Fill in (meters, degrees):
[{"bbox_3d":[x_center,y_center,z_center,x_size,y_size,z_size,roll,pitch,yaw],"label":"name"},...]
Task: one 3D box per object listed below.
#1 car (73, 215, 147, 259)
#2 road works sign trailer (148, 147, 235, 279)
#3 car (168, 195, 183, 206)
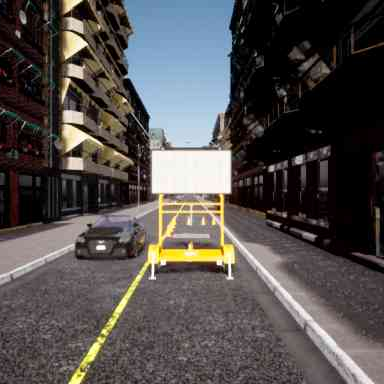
[{"bbox_3d":[-2.877,1.567,12.503,1.994,1.385,4.181,0,0,0],"label":"car"},{"bbox_3d":[-0.021,0.467,9.993,2.380,3.560,2.880,0,0,0],"label":"road works sign trailer"},{"bbox_3d":[-2.958,1.566,54.790,1.812,1.442,4.674,0,0,0],"label":"car"}]
